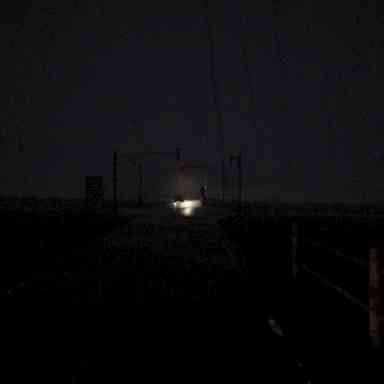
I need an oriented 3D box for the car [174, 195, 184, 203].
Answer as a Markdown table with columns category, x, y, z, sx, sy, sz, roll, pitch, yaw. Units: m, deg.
| category | x | y | z | sx | sy | sz | roll | pitch | yaw |
| --- | --- | --- | --- | --- | --- | --- | --- | --- | --- |
| car | -2.698 | 1.460 | 69.643 | 1.837 | 1.490 | 4.892 | 0 | 0 | 0 |
